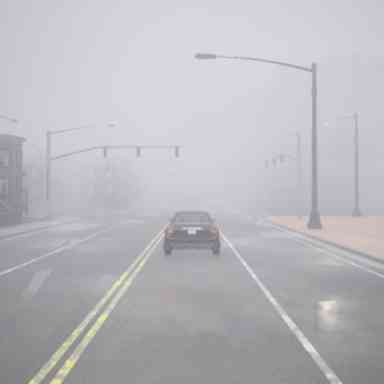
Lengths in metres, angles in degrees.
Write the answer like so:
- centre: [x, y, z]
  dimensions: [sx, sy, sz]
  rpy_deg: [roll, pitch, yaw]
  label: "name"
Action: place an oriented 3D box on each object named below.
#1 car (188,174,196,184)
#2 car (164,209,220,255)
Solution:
- centre: [-0.017, -3.329, 95.186]
  dimensions: [2.097, 1.767, 4.553]
  rpy_deg: [0, 11, 0]
  label: "car"
- centre: [0.000, 1.483, 14.084]
  dimensions: [2.097, 1.767, 4.553]
  rpy_deg: [0, -1, 0]
  label: "car"
